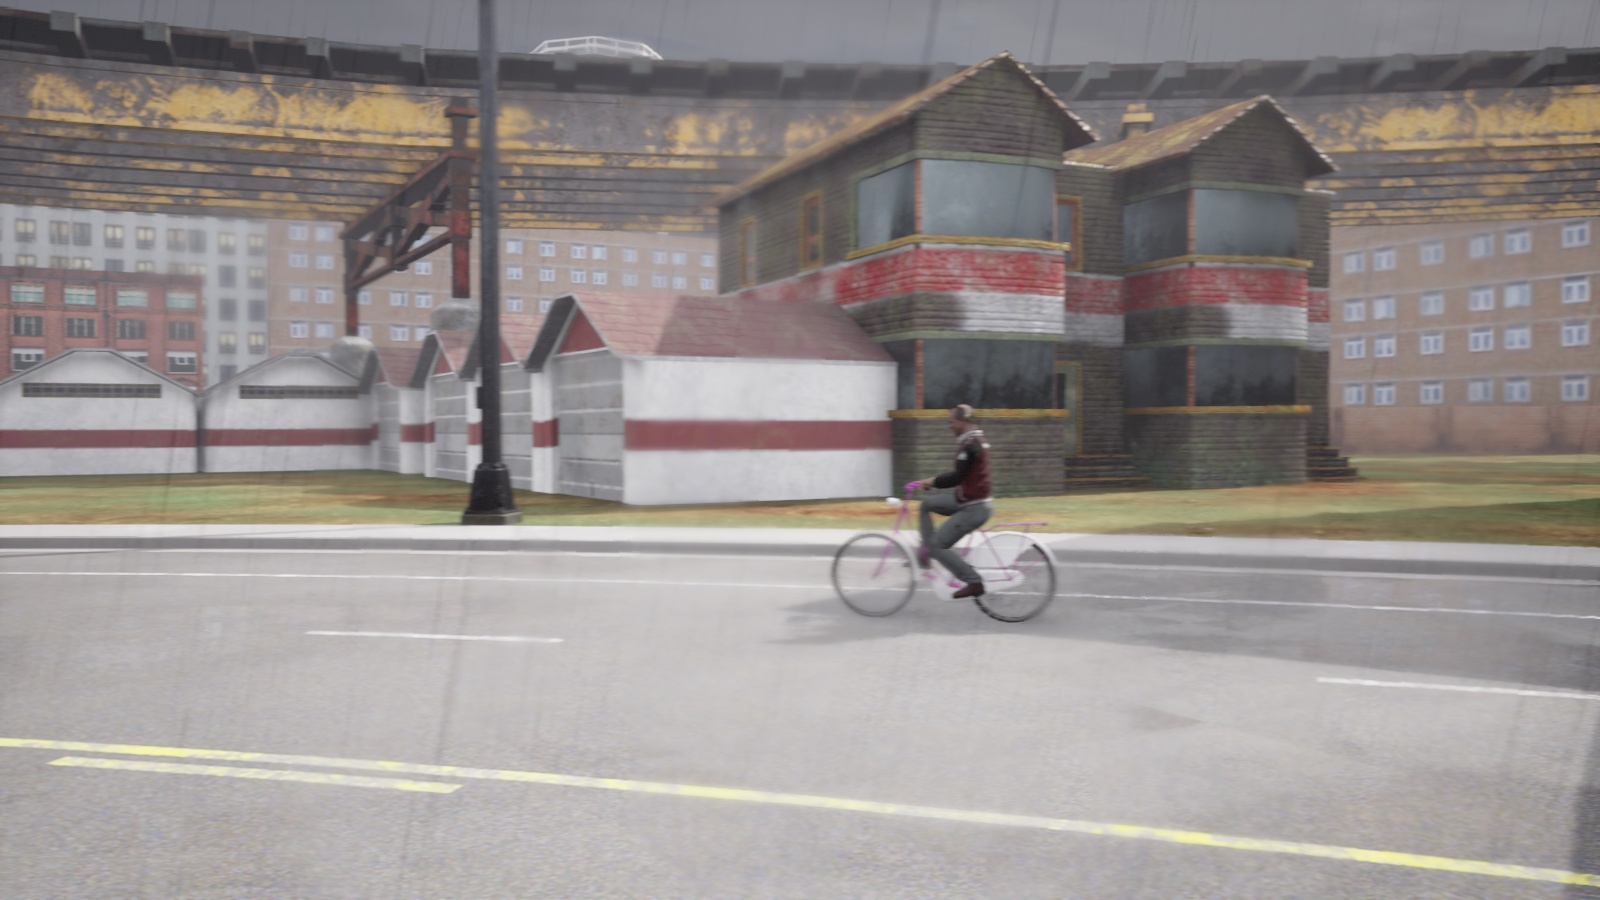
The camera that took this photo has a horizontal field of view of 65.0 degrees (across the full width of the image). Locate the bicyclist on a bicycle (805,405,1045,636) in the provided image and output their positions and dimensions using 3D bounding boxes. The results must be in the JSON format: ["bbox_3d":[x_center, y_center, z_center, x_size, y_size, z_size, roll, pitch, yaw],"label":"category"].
[{"bbox_3d":[1.021,0.526,10.223,1.843,1.776,0.659,1,2,17],"label":"bicyclist on a bicycle"}]
